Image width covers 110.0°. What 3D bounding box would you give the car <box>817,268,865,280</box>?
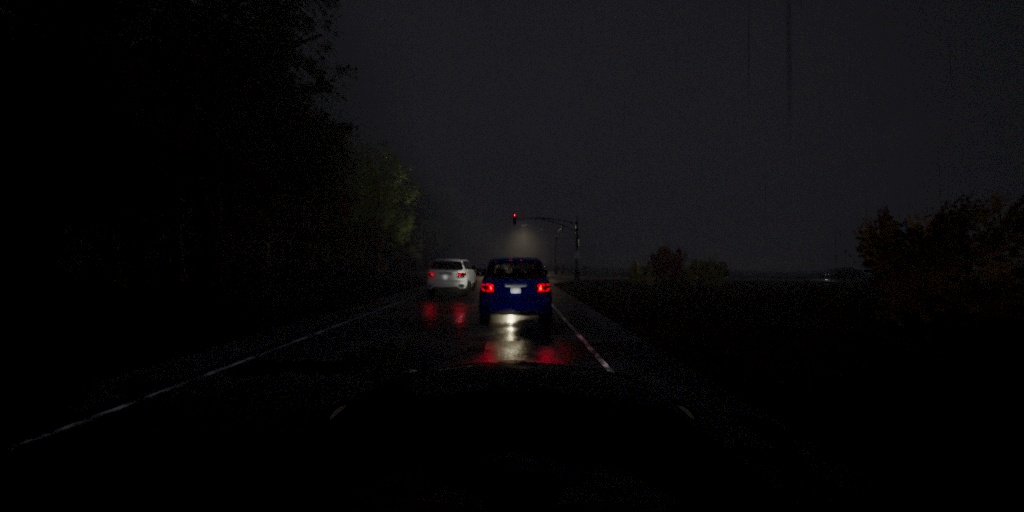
[{"bbox_3d":[40.250,2.183,43.989,4.892,1.490,1.837,1,-2,1],"label":"car"}]

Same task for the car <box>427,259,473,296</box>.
[{"bbox_3d":[-3.397,1.171,20.990,2.150,2.045,5.566,0,-1,0],"label":"car"}]

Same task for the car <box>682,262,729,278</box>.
[{"bbox_3d":[23.624,1.718,44.088,5.566,2.045,2.150,1,-2,0],"label":"car"}]

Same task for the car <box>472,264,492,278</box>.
[{"bbox_3d":[-3.399,1.684,41.318,1.812,1.442,4.674,0,0,0],"label":"car"}]

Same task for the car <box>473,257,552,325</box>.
[{"bbox_3d":[0.101,1.082,12.457,2.150,2.045,5.566,0,-1,0],"label":"car"}]
